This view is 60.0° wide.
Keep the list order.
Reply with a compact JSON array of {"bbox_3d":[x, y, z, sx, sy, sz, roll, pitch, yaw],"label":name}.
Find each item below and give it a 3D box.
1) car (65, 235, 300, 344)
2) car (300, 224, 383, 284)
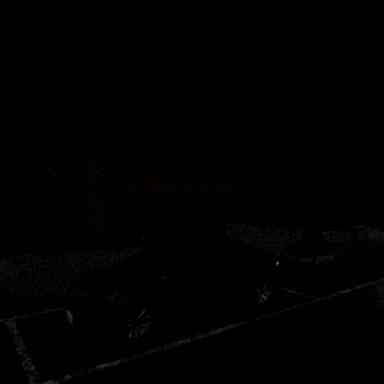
[{"bbox_3d":[-0.133,1.576,6.439,4.313,1.339,1.947,0,0,-35],"label":"car"},{"bbox_3d":[4.348,1.609,9.631,4.206,1.307,1.802,0,0,-35],"label":"car"}]
